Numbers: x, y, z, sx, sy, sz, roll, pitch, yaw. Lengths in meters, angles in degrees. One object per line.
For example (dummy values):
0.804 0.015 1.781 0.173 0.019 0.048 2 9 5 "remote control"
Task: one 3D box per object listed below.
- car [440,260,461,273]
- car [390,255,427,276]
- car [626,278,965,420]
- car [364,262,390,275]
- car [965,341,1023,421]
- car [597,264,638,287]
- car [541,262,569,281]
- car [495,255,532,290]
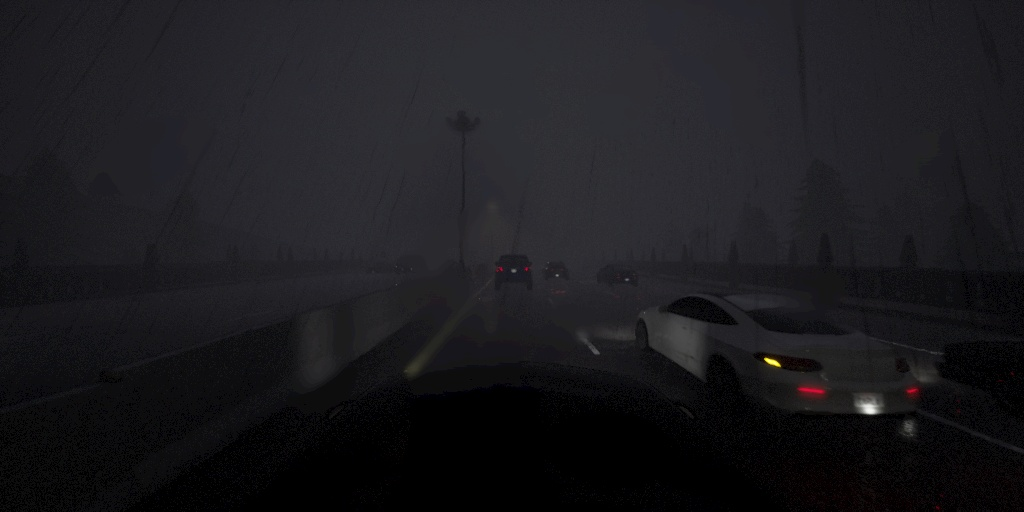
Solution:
-7.083 1.240 42.036 1.812 1.442 4.674 0 0 0 "car"
-10.595 0.942 37.844 2.150 2.045 5.566 0 0 0 "car"
3.600 1.288 5.924 1.812 1.442 4.674 0 0 0 "car"
-14.091 1.321 38.619 1.895 1.301 4.718 0 0 0 "car"
7.100 1.306 2.698 2.033 1.411 5.357 0 0 0 "car"
7.102 1.264 24.424 1.812 1.442 4.674 0 0 0 "car"
3.601 1.236 30.293 1.837 1.490 4.892 0 0 0 "car"
0.101 0.956 22.635 2.150 2.045 5.566 0 -1 0 "car"
